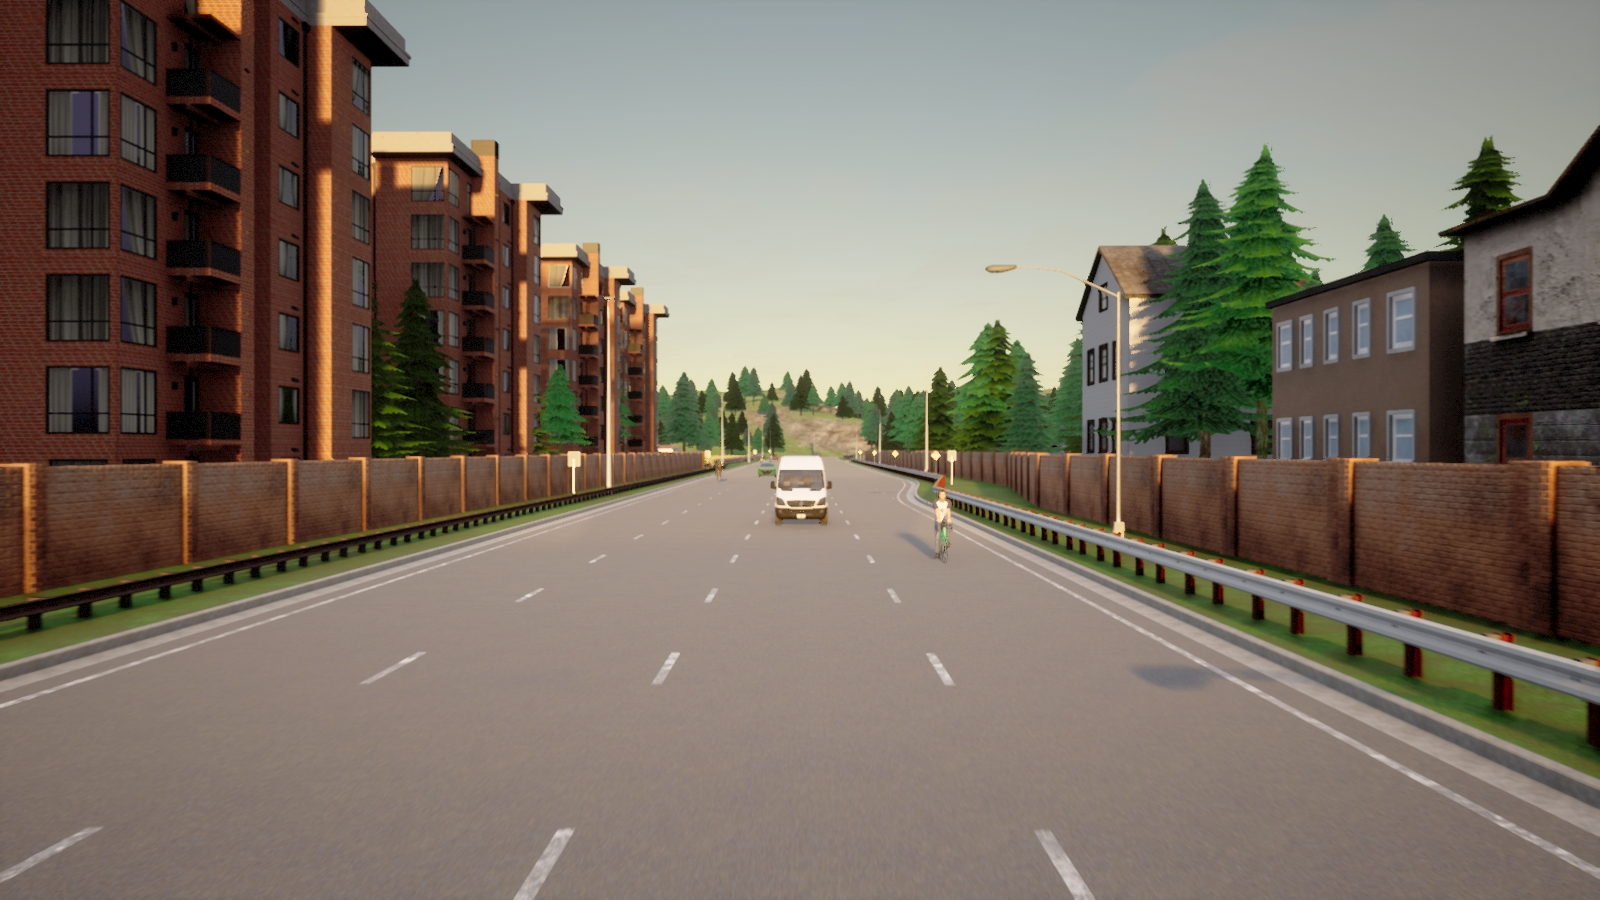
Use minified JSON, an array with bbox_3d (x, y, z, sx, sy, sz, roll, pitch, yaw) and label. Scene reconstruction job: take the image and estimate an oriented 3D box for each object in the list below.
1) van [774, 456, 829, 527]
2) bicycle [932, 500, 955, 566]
[{"bbox_3d":[0.067,1.514,44.222,1.988,2.561,5.915,0,0,0],"label":"van"},{"bbox_3d":[3.559,2.043,28.432,0.373,1.496,1.643,0,0,0],"label":"bicycle"}]
